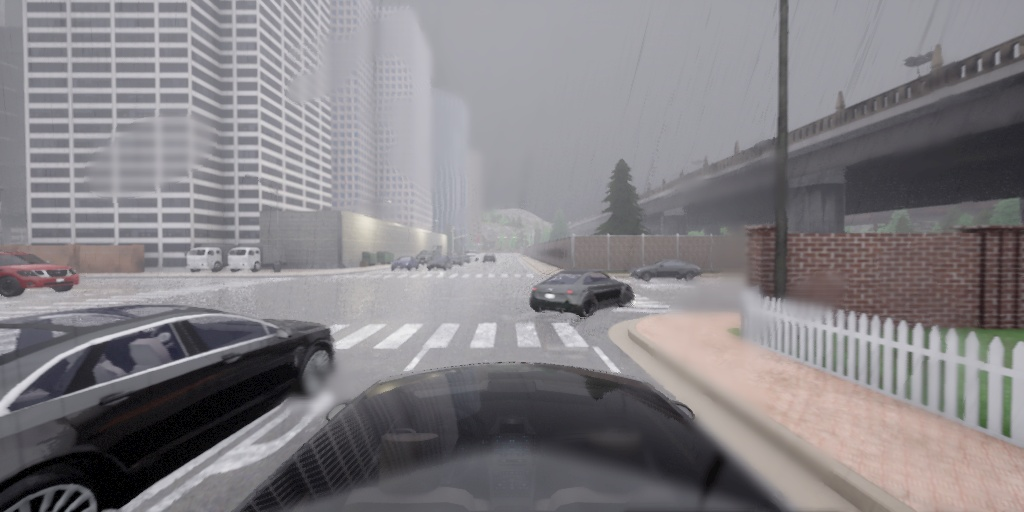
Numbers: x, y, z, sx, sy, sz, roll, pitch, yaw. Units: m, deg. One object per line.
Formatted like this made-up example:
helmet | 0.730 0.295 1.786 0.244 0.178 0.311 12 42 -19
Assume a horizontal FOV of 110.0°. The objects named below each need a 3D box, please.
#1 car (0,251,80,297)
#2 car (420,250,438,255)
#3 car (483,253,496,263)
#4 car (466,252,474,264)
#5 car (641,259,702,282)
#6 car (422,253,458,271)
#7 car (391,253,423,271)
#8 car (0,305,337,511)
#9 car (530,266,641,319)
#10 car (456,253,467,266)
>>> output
car | -24.213 0.799 17.013 5.566 2.045 2.150 0 1 0
car | -10.801 0.253 46.065 2.150 2.045 5.566 0 1 0
car | -3.664 0.282 59.409 1.882 1.535 5.008 0 1 0
car | -7.319 0.458 54.220 1.994 1.385 4.181 0 1 0
car | 10.392 0.948 24.364 4.674 1.442 1.812 0 1 1
car | -7.255 0.731 36.586 2.033 1.411 5.357 0 1 0
car | -10.755 0.716 36.369 1.812 1.442 4.674 0 1 0
car | -3.563 1.217 3.431 2.128 1.511 4.902 0 1 1
car | 2.480 1.145 12.209 1.994 1.385 4.181 0 1 42
car | -7.298 0.596 45.824 1.994 1.385 4.181 0 1 0
